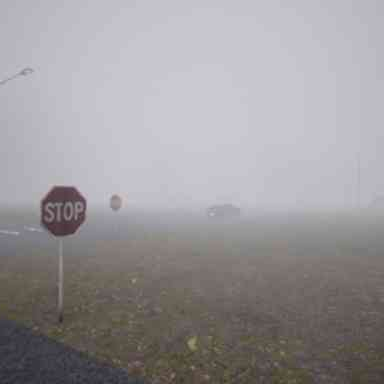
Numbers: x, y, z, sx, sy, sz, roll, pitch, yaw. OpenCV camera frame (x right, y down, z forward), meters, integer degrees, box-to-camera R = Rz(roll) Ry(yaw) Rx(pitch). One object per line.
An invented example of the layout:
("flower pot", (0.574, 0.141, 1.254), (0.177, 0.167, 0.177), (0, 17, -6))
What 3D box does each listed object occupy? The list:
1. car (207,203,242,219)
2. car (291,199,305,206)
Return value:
("car", (3.406, 1.894, 34.074), (1.837, 1.490, 4.892), (1, 0, 36))
("car", (23.684, 2.310, 74.144), (1.837, 1.490, 4.892), (1, 0, 36))
